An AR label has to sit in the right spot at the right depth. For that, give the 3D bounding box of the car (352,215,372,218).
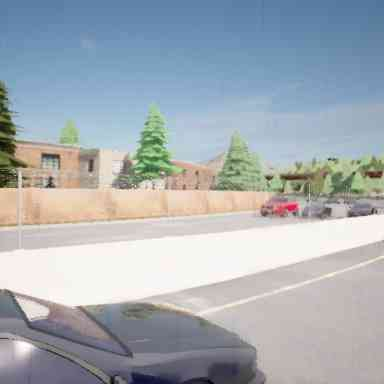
[{"bbox_3d":[15.378,1.693,29.784,1.837,1.490,4.892,0,0,36],"label":"car"}]

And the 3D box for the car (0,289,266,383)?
[{"bbox_3d":[-1.870,1.550,2.453,5.357,1.411,2.033,0,0,-36],"label":"car"}]
